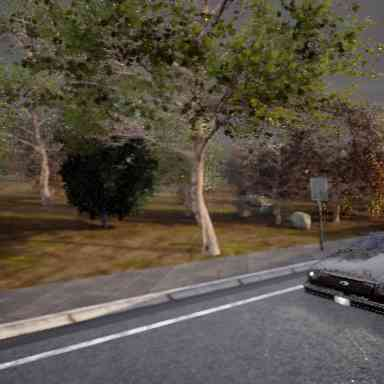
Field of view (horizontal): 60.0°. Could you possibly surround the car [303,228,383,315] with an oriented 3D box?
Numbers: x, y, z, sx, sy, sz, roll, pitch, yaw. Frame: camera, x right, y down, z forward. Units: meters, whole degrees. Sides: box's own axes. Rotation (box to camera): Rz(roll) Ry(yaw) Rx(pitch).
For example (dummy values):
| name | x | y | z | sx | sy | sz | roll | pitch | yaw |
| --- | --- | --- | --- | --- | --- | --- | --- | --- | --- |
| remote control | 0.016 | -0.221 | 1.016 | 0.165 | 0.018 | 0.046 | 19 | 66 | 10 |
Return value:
| name | x | y | z | sx | sy | sz | roll | pitch | yaw |
| --- | --- | --- | --- | --- | --- | --- | --- | --- | --- |
| car | 4.820 | 1.532 | 7.433 | 5.357 | 1.411 | 2.033 | 0 | 0 | -36 |
